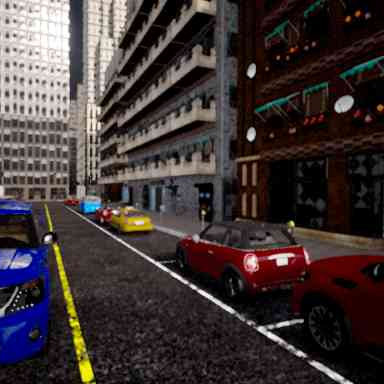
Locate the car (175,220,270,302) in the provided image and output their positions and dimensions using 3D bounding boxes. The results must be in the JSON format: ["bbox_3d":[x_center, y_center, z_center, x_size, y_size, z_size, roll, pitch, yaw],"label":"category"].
[{"bbox_3d":[1.033,1.433,8.508,1.967,1.590,4.097,-1,0,-24],"label":"car"}]

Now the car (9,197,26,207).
[{"bbox_3d":[-26.608,1.522,50.820,1.947,1.339,4.313,-1,0,-24],"label":"car"}]

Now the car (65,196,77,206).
[{"bbox_3d":[-19.428,1.497,54.066,1.887,1.381,4.507,-1,0,-24],"label":"car"}]

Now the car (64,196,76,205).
[{"bbox_3d":[-21.771,1.472,59.283,1.752,1.417,4.829,-1,0,-24],"label":"car"}]

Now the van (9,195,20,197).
[{"bbox_3d":[-19.789,1.313,35.632,1.690,1.788,3.998,-1,0,-24],"label":"van"}]

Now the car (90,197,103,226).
[{"bbox_3d":[-5.787,1.421,23.694,1.967,1.590,4.097,-1,0,-24],"label":"car"}]

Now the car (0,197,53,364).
[{"bbox_3d":[-3.677,1.217,5.817,2.150,2.045,5.566,0,0,-24],"label":"car"}]

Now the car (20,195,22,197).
[{"bbox_3d":[-24.337,1.276,45.756,2.192,1.841,5.009,-1,0,-24],"label":"car"}]

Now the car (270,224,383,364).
[{"bbox_3d":[3.306,1.312,3.446,2.192,1.841,5.009,-1,0,-24],"label":"car"}]

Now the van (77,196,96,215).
[{"bbox_3d":[-10.336,1.313,33.817,1.690,1.788,3.998,-1,0,-24],"label":"van"}]

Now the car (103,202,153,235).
[{"bbox_3d":[-3.582,1.510,18.787,1.752,1.417,4.829,-1,0,-24],"label":"car"}]

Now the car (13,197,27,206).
[{"bbox_3d":[-28.882,1.496,55.881,1.887,1.381,4.507,-1,0,-24],"label":"car"}]

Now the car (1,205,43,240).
[{"bbox_3d":[-9.051,1.512,18.013,1.812,1.442,4.674,0,0,-24],"label":"car"}]
